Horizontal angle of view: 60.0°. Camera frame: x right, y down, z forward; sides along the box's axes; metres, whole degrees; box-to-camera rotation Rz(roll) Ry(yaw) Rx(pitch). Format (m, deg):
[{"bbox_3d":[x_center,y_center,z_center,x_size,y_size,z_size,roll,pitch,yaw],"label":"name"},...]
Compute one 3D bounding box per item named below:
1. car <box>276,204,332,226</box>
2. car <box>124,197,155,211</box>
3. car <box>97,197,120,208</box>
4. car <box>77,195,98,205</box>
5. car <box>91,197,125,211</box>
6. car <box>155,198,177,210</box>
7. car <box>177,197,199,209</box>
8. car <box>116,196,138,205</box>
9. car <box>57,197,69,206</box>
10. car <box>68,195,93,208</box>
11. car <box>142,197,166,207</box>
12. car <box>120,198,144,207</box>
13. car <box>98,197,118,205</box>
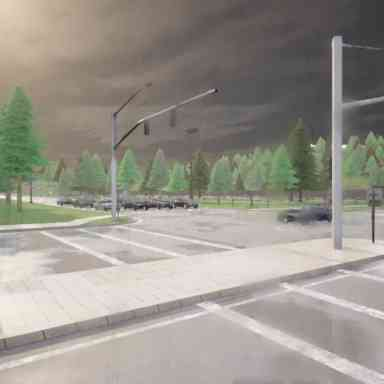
[{"bbox_3d":[8.497,1.547,23.919,5.357,1.411,2.033,0,0,-35],"label":"car"},{"bbox_3d":[-7.206,1.547,42.023,2.033,1.411,5.357,0,0,-35],"label":"car"},{"bbox_3d":[-12.569,1.526,49.673,1.812,1.442,4.674,0,0,-35],"label":"car"},{"bbox_3d":[-18.136,1.352,57.641,2.097,1.767,4.553,0,0,-35],"label":"car"},{"bbox_3d":[-10.250,1.601,40.268,1.895,1.301,4.718,0,0,-35],"label":"car"},{"bbox_3d":[-4.219,1.564,43.861,1.994,1.385,4.181,0,0,-35],"label":"car"},{"bbox_3d":[-1.007,1.505,45.377,1.837,1.490,4.892,0,0,-35],"label":"car"},{"bbox_3d":[-12.100,1.547,61.245,2.033,1.411,5.357,0,0,-34],"label":"car"},{"bbox_3d":[-21.498,1.564,56.345,1.994,1.385,4.181,0,0,-35],"label":"car"},{"bbox_3d":[-15.793,1.547,48.169,2.033,1.411,5.357,0,0,-35],"label":"car"},{"bbox_3d":[-6.099,1.564,52.649,1.994,1.385,4.181,0,0,-35],"label":"car"},{"bbox_3d":[-9.243,1.601,51.023,1.895,1.301,4.718,0,0,-35],"label":"car"},{"bbox_3d":[-14.954,1.564,59.207,1.994,1.385,4.181,0,0,-35],"label":"car"}]
